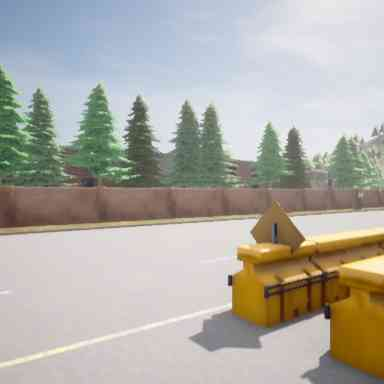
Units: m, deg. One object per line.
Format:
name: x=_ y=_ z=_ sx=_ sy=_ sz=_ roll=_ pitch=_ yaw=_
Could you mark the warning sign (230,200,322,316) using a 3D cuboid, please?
warning sign: x=1.550 y=1.098 z=6.265 sx=1.060 sy=1.860 sz=1.300 roll=0 pitch=0 yaw=-36
